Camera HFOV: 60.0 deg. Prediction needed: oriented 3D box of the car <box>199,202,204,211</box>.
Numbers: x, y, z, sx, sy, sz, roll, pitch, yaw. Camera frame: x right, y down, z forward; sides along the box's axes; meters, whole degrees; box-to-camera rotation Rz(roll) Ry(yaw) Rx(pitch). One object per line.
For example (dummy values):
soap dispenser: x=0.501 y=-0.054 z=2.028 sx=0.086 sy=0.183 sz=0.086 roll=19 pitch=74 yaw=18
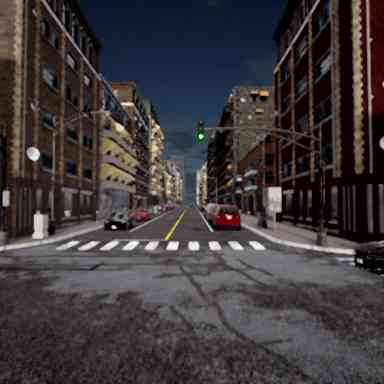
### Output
car: x=2.686 y=3.417 z=70.645 sx=1.947 sy=1.339 sz=4.313 roll=1 pitch=-2 yaw=0

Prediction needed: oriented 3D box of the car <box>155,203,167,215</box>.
car: x=-5.690 y=2.955 z=54.078 sx=2.008 sy=1.369 sz=4.403 roll=1 pitch=-2 yaw=0

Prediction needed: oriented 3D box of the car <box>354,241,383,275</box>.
car: x=7.579 y=1.806 z=10.095 sx=5.008 sy=1.535 sz=1.882 roll=0 pitch=-2 yaw=0

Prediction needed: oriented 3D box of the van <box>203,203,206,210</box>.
van: x=2.696 y=2.457 z=43.043 sx=1.690 sy=1.788 sz=3.998 roll=1 pitch=-2 yaw=0

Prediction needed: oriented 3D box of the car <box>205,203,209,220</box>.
car: x=2.700 y=2.147 z=32.002 sx=2.192 sy=1.841 sz=5.009 roll=1 pitch=-1 yaw=0

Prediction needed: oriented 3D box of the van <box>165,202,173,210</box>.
van: x=-5.693 y=3.493 z=81.693 sx=1.690 sy=1.788 sz=3.998 roll=1 pitch=-2 yaw=0

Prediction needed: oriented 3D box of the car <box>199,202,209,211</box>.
car: x=2.688 y=3.317 z=76.174 sx=2.192 sy=1.841 sz=5.009 roll=1 pitch=-2 yaw=0

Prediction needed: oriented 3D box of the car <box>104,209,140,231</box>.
car: x=-5.683 y=2.257 z=26.468 sx=1.947 sy=1.339 sz=4.313 roll=1 pitch=-1 yaw=0

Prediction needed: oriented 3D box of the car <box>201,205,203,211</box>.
car: x=2.691 y=2.842 z=48.558 sx=1.802 sy=1.307 sz=4.206 roll=1 pitch=-2 yaw=0

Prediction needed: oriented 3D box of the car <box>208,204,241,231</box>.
car: x=2.701 y=2.009 z=26.480 sx=2.192 sy=1.841 sz=5.009 roll=1 pitch=-1 yaw=0

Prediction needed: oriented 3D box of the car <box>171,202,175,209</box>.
car: x=-5.692 y=3.314 z=76.170 sx=2.192 sy=1.841 sz=5.009 roll=1 pitch=-2 yaw=0

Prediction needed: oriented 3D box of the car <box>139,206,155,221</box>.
car: x=-5.685 y=2.515 z=37.514 sx=1.887 sy=1.381 sz=4.507 roll=1 pitch=-1 yaw=0

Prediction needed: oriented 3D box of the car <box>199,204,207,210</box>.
car: x=2.683 y=3.699 z=81.690 sx=1.887 sy=1.381 sz=4.507 roll=1 pitch=-2 yaw=0

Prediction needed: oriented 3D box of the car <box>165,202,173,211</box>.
car: x=-5.695 y=3.430 z=70.640 sx=1.802 sy=1.307 sz=4.206 roll=1 pitch=-2 yaw=0
